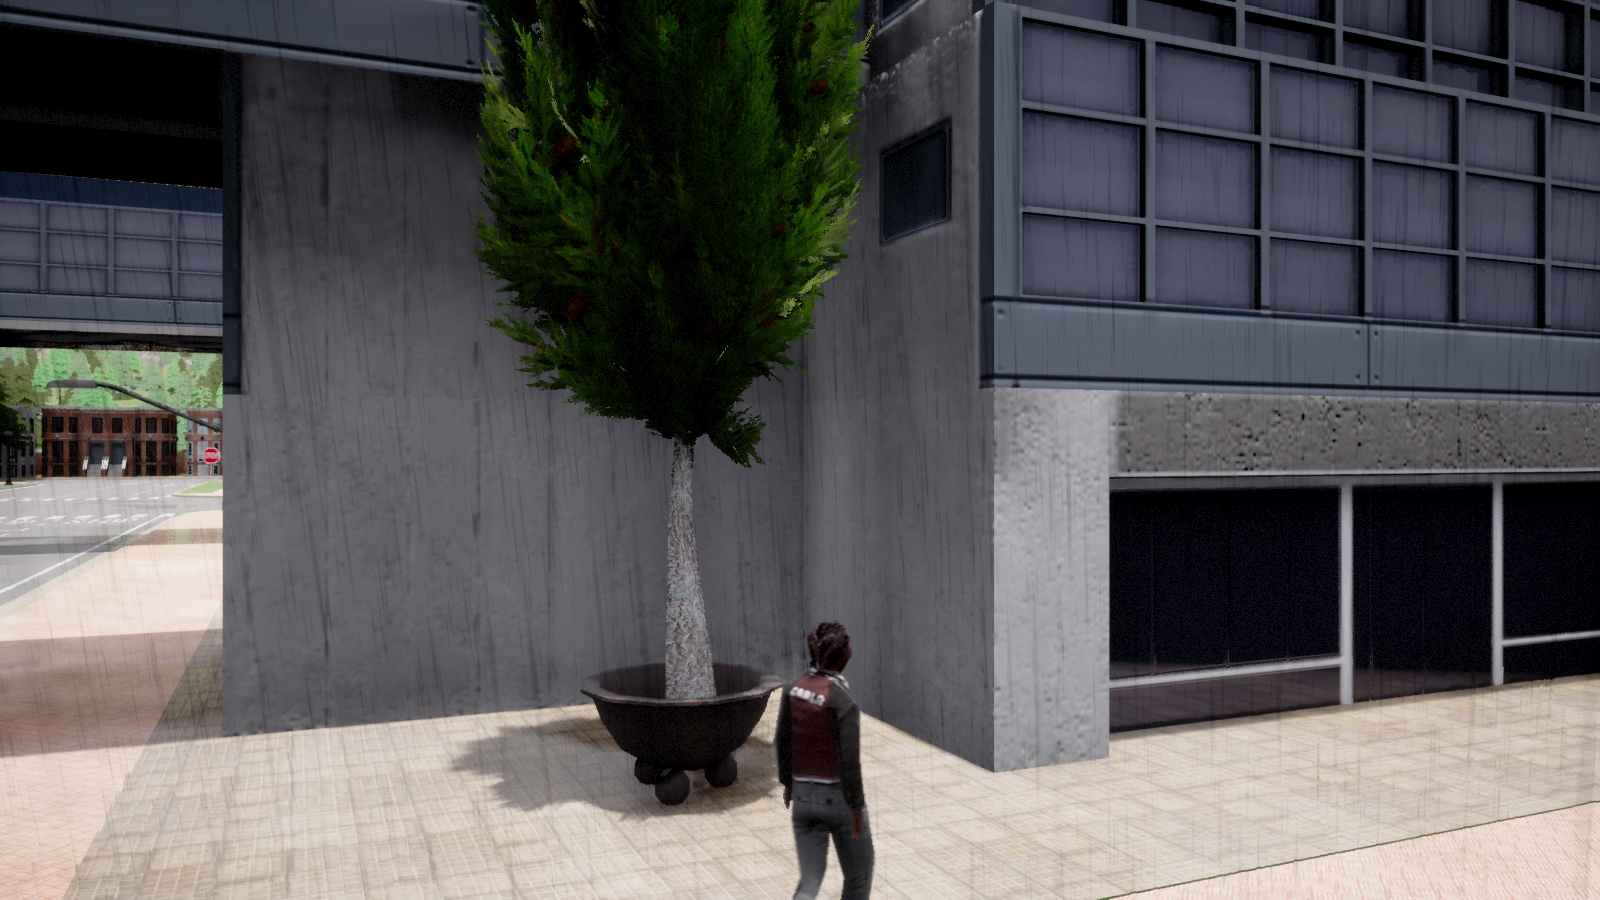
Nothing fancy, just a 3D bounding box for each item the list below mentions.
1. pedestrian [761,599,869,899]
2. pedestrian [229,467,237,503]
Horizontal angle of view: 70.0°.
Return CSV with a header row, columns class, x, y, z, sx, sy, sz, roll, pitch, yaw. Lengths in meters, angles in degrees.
class,x,y,z,sx,sy,sz,roll,pitch,yaw
pedestrian,0.073,1.698,5.607,0.375,1.860,0.375,0,0,41
pedestrian,-29.862,1.849,60.185,0.375,1.860,0.375,0,0,-24
